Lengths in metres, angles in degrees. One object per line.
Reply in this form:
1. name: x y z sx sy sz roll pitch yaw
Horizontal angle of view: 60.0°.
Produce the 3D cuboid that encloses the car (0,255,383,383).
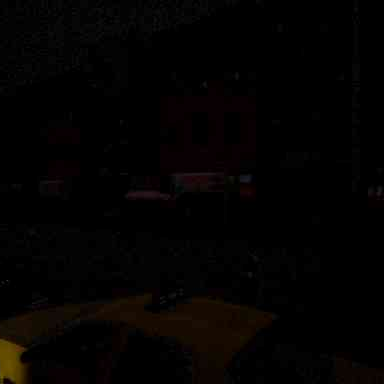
1. car: -0.407 1.545 3.095 4.829 1.417 1.752 -1 0 36
